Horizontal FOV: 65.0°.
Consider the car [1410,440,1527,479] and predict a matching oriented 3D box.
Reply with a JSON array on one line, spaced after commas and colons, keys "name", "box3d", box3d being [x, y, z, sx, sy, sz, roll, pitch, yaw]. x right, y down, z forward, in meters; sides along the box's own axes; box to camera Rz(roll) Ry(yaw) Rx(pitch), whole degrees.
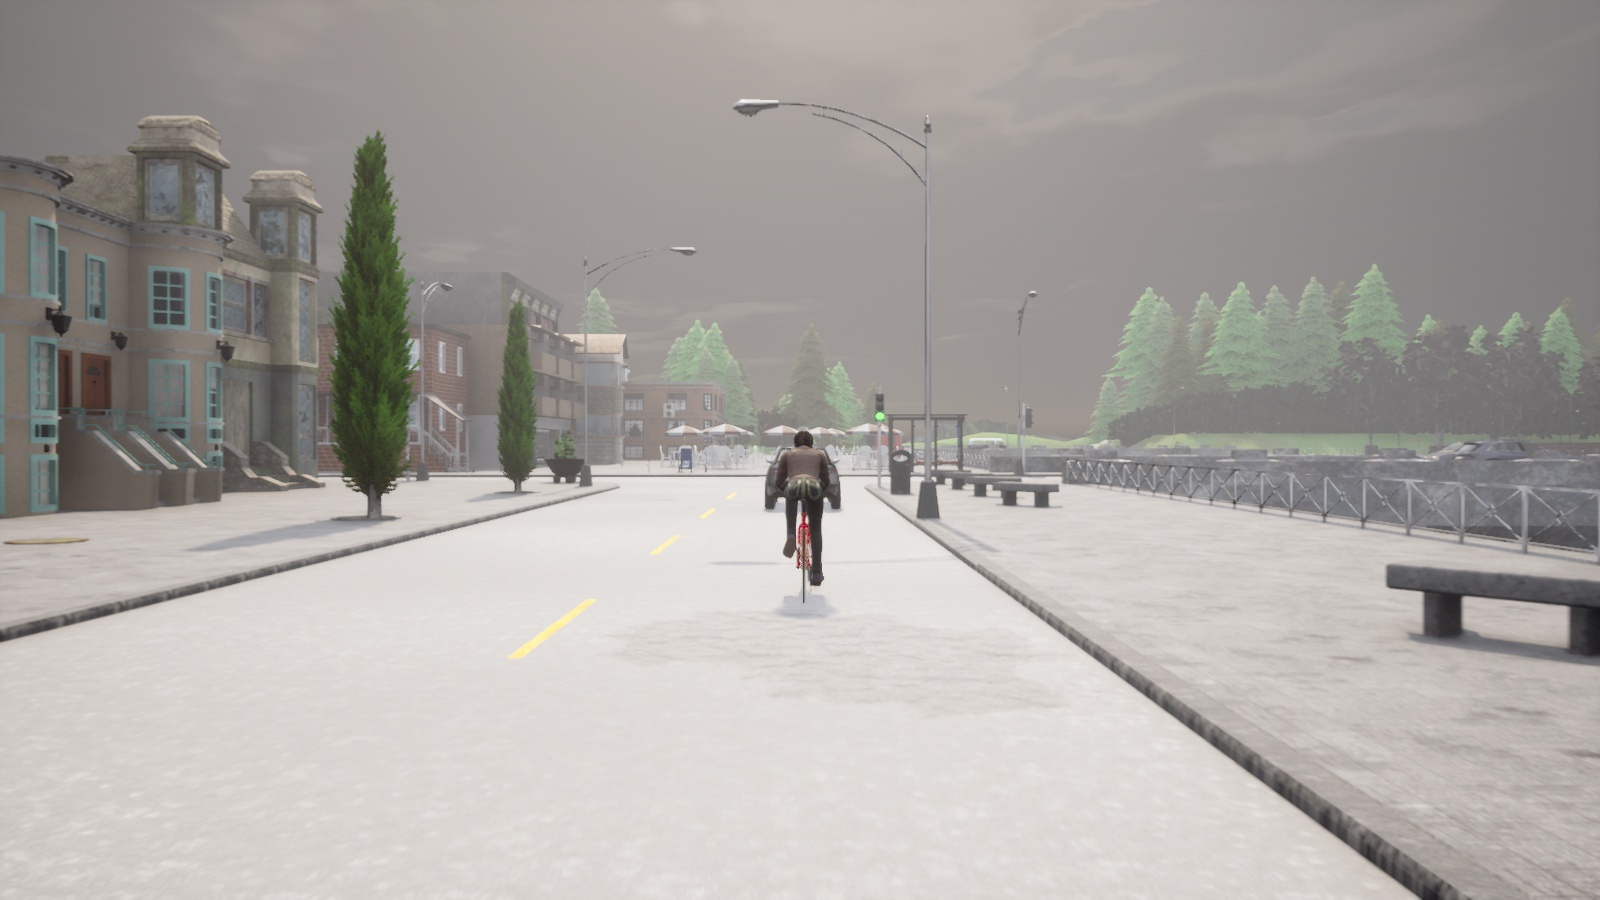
[{"name": "car", "box3d": [28.335, 0.389, 53.332, 3.988, 1.617, 1.851, 0, 0, 0]}]

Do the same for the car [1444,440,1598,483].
[{"name": "car", "box3d": [28.271, 0.441, 49.333, 4.856, 1.649, 2.033, 0, 0, 0]}]

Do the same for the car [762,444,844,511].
[{"name": "car", "box3d": [0.073, 0.604, 30.057, 1.816, 1.474, 4.193, 0, 0, 0]}]

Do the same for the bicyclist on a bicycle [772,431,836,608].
[{"name": "bicyclist on a bicycle", "box3d": [0.039, 0.635, 12.335, 0.582, 1.620, 1.656, 0, 0, 0]}]
